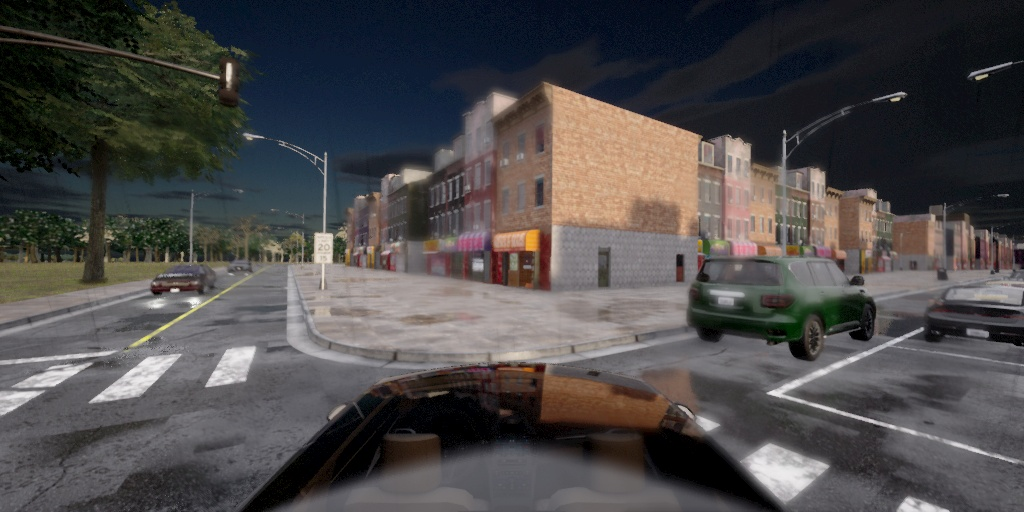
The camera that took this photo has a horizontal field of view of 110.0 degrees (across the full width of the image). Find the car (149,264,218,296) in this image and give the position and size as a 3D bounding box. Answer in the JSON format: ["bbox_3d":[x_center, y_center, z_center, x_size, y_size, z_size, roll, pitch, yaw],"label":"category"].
[{"bbox_3d":[-16.356,1.132,18.177,2.033,1.411,5.357,1,0,-32],"label":"car"}]

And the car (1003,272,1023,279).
[{"bbox_3d":[16.249,1.386,11.593,4.829,1.417,1.751,0,0,-32],"label":"car"}]

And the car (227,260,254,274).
[{"bbox_3d":[-28.649,1.153,37.997,1.994,1.385,4.181,1,-1,-32],"label":"car"}]

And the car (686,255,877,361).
[{"bbox_3d":[6.510,1.013,8.551,5.566,2.045,2.150,1,-1,-32],"label":"car"}]

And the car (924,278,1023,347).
[{"bbox_3d":[11.313,1.361,8.464,4.403,1.370,2.007,0,0,-32],"label":"car"}]

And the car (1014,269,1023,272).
[{"bbox_3d":[25.690,1.407,17.577,4.097,1.591,1.967,0,0,-32],"label":"car"}]
